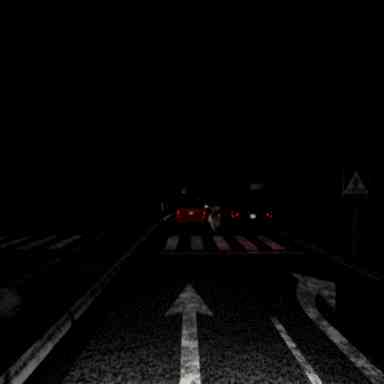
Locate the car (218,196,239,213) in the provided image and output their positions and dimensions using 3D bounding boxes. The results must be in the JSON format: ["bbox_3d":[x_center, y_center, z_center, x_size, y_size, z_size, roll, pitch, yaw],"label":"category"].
[{"bbox_3d":[3.880,1.295,35.299,2.128,1.511,4.902,0,1,6],"label":"car"}]

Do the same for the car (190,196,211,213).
[{"bbox_3d":[0.989,1.279,35.328,1.882,1.535,5.008,0,1,6],"label":"car"}]

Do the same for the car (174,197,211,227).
[{"bbox_3d":[0.002,1.294,22.379,2.097,1.767,4.553,0,0,1],"label":"car"}]

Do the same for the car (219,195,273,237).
[{"bbox_3d":[2.800,1.185,17.948,2.150,2.045,5.566,0,1,0],"label":"car"}]
